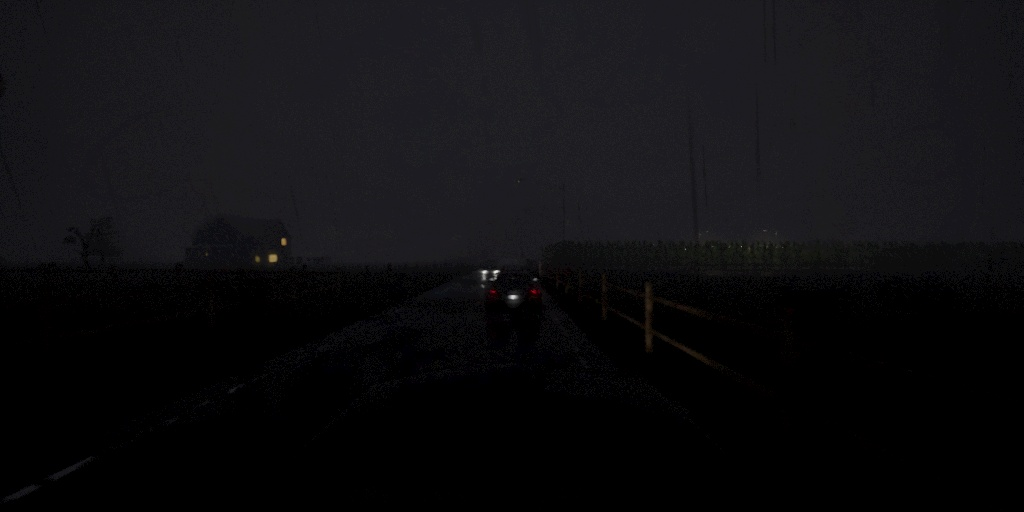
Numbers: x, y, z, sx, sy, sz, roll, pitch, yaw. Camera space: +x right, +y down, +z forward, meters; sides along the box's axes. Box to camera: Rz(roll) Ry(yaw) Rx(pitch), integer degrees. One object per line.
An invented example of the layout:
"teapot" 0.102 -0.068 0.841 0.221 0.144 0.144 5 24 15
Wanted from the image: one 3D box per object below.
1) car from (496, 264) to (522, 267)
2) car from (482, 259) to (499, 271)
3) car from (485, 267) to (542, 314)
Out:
"car" 0.051 1.313 27.273 1.895 1.301 4.718 0 0 0
"car" -2.857 1.176 48.461 1.837 1.490 4.892 0 0 0
"car" 0.066 1.299 13.630 1.994 1.385 4.181 0 0 0
